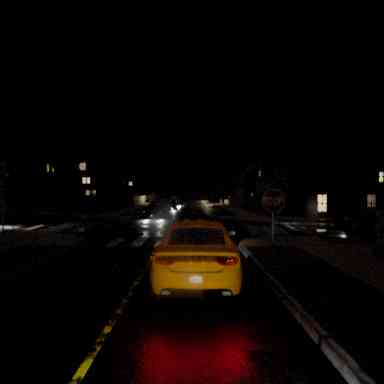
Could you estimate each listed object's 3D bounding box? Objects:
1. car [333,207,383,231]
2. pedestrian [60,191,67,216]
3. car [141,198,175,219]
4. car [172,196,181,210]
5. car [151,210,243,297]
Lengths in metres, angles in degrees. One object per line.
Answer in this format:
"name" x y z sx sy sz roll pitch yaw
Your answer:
"car" 11.960 1.708 21.924 5.008 1.535 1.882 1 1 1
"pedestrian" -9.695 0.849 25.143 0.375 1.860 0.375 0 0 1
"car" -3.034 1.525 29.231 2.033 1.411 5.357 0 0 4
"car" -2.858 1.513 43.488 2.033 1.411 5.357 0 0 1
"car" 0.148 1.470 8.634 1.882 1.535 5.008 0 0 2
